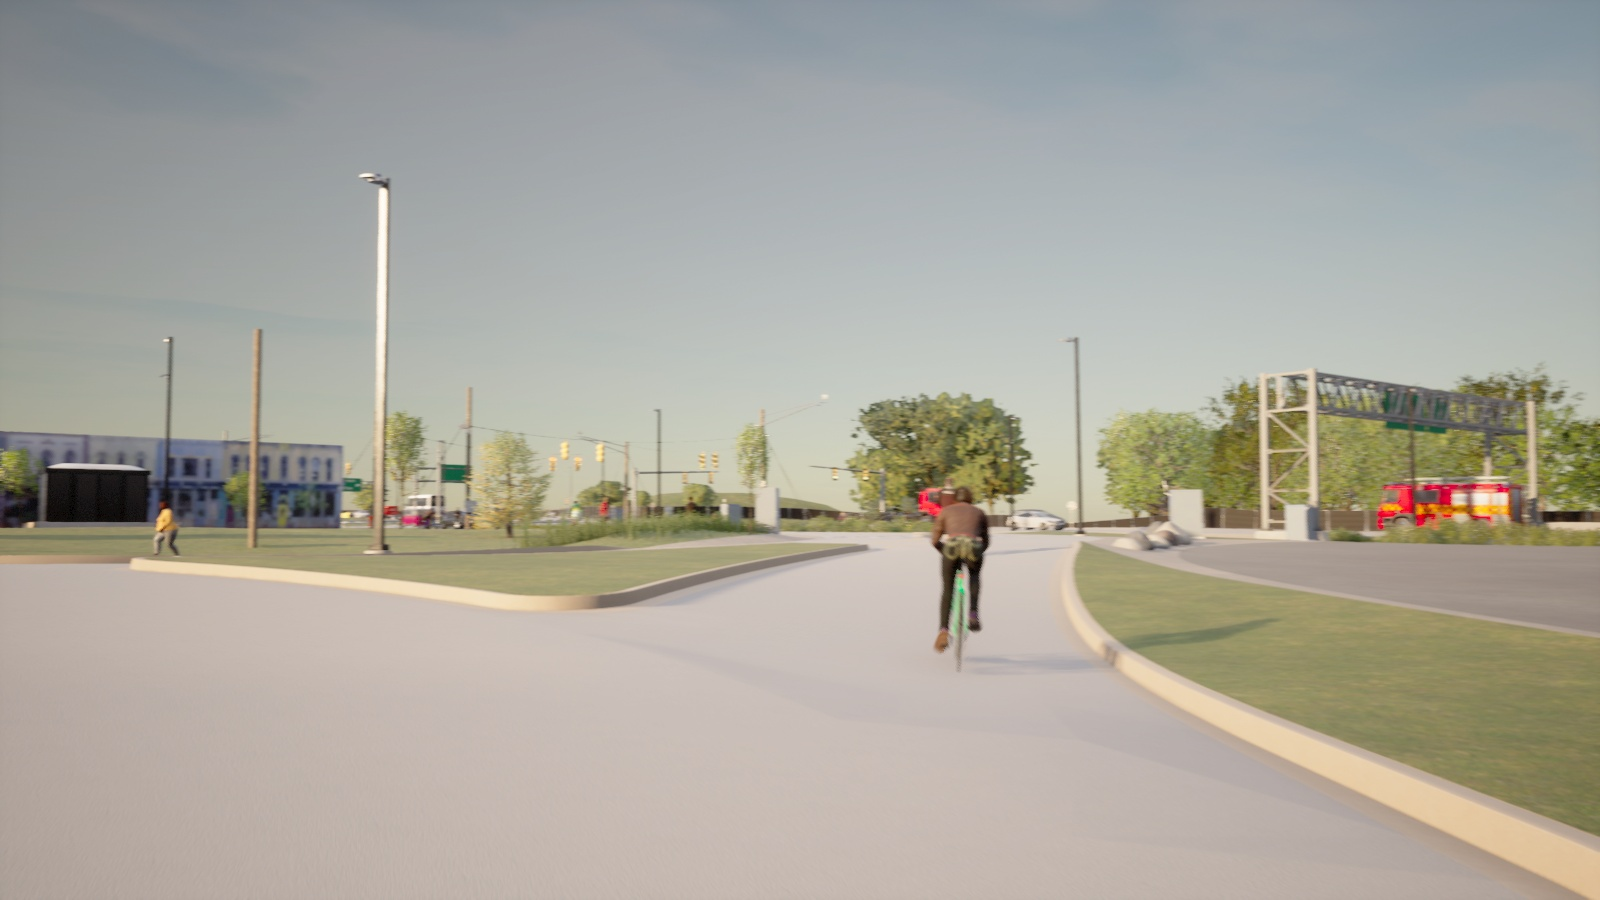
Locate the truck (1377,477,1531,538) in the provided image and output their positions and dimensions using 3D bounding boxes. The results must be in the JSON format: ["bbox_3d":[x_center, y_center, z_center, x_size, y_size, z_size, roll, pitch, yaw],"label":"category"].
[{"bbox_3d":[42.681,3.784,82.262,2.891,3.827,8.468,3,-4,-38],"label":"truck"}]

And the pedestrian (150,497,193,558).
[{"bbox_3d":[-19.363,2.405,38.709,0.874,1.855,0.900,-4,-6,45],"label":"pedestrian"}]

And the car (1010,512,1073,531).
[{"bbox_3d":[18.431,5.459,95.928,1.812,1.442,4.674,3,-4,-38],"label":"car"}]

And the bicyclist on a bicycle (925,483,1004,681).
[{"bbox_3d":[1.463,1.151,11.333,0.582,1.620,1.656,3,-3,6],"label":"bicyclist on a bicycle"}]

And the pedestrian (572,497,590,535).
[{"bbox_3d":[-11.365,3.428,65.162,0.659,1.952,0.873,2,-5,-28],"label":"pedestrian"}]
